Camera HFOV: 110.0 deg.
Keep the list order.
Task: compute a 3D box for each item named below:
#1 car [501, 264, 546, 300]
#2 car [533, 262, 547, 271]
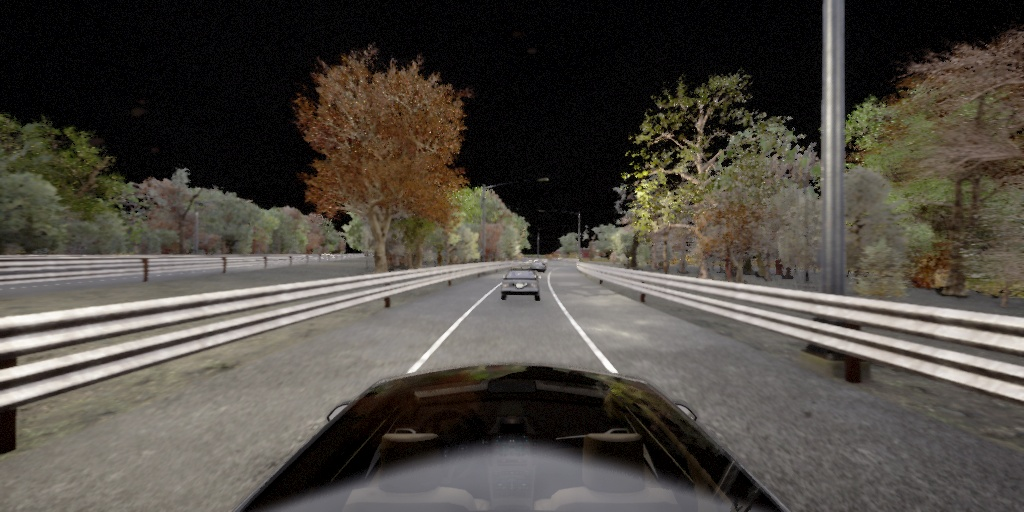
[{"bbox_3d":[0.492,1.337,18.166,2.033,1.411,5.357,0,0,4],"label":"car"},{"bbox_3d":[3.637,1.456,48.356,1.994,1.385,4.181,0,0,9],"label":"car"}]
